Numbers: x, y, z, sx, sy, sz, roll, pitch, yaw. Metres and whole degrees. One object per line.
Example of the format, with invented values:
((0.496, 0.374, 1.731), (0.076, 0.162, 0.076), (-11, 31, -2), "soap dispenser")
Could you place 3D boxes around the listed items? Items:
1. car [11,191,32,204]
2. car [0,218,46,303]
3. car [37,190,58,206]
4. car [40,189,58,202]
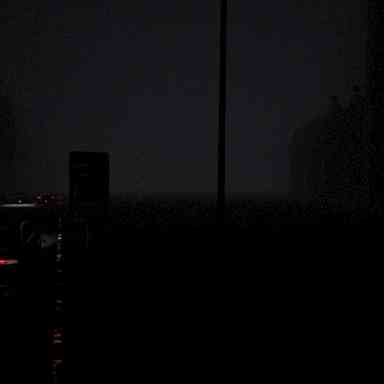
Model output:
((-19.917, 0.598, 39.125), (2.033, 1.411, 5.357), (0, 1, -22), "car")
((-4.433, 1.329, 7.398), (2.128, 1.511, 4.902), (0, 1, -22), "car")
((-15.667, 0.689, 35.986), (1.812, 1.442, 4.674), (0, 1, -21), "car")
((-19.503, 0.419, 45.566), (2.128, 1.511, 4.902), (0, 1, -22), "car")
